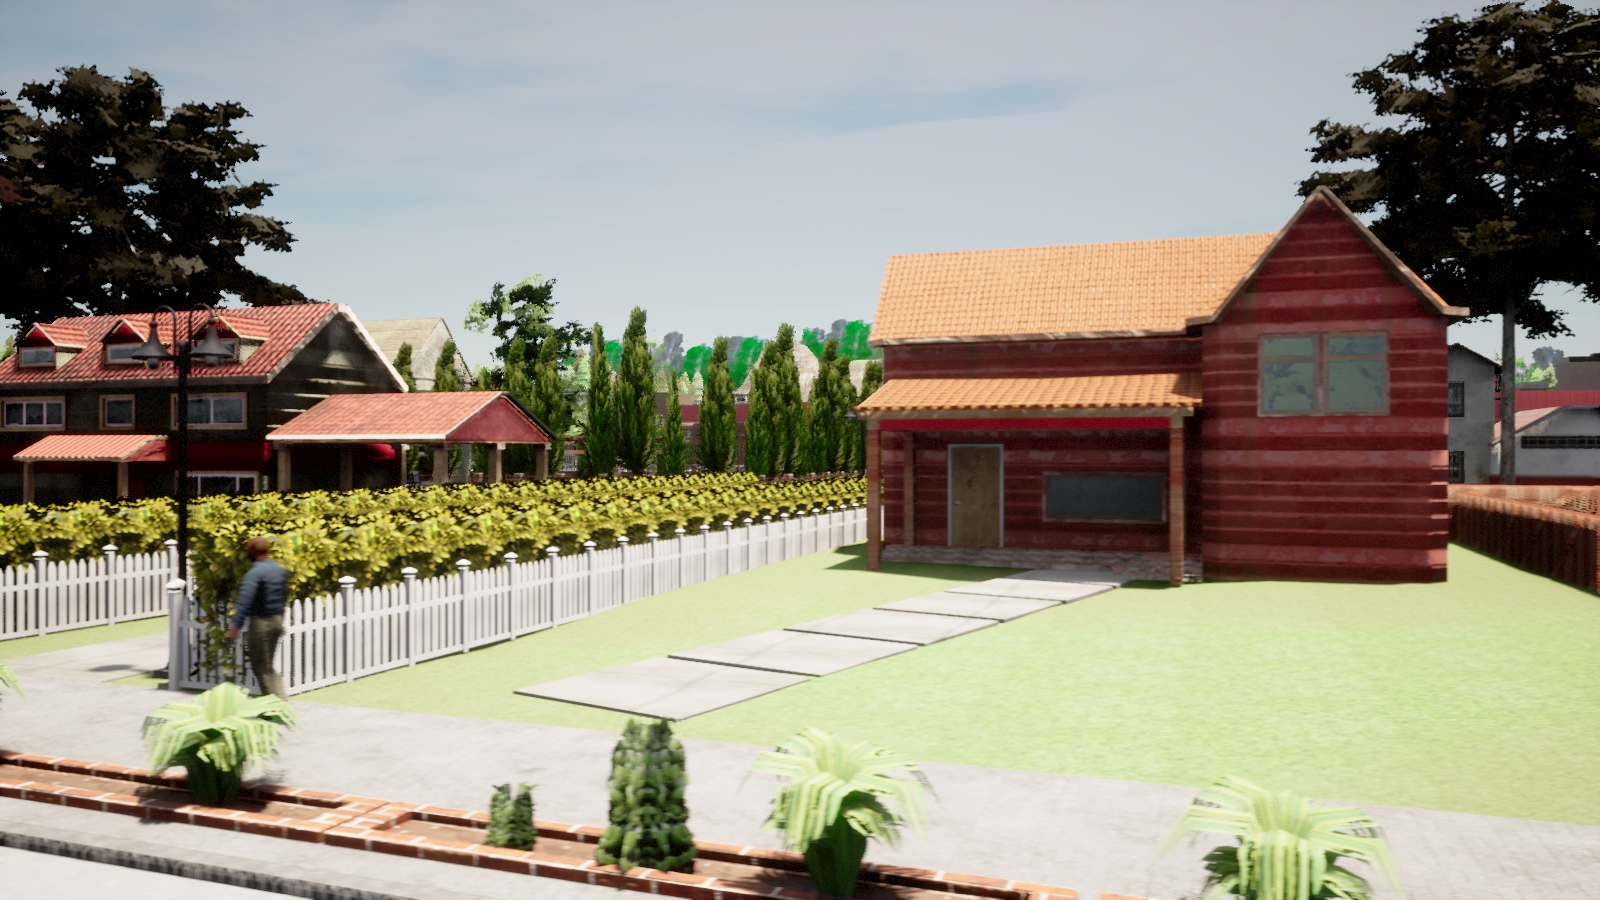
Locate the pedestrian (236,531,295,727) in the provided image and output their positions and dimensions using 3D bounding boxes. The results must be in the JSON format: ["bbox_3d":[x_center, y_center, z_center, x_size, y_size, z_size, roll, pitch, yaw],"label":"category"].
[{"bbox_3d":[-5.270,1.743,11.268,0.375,1.860,0.375,0,0,18],"label":"pedestrian"}]
